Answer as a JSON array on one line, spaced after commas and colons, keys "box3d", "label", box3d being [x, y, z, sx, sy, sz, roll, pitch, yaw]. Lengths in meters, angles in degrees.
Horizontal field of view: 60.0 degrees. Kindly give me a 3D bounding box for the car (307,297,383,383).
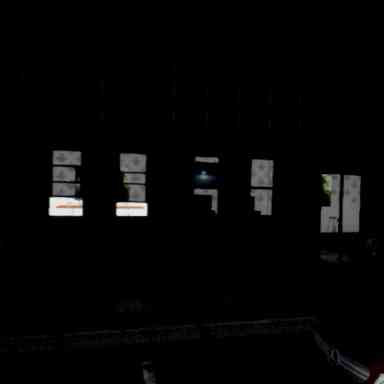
[{"box3d": [3.413, 1.587, 3.749, 4.206, 1.307, 1.802, 1, 1, -13], "label": "car"}]
